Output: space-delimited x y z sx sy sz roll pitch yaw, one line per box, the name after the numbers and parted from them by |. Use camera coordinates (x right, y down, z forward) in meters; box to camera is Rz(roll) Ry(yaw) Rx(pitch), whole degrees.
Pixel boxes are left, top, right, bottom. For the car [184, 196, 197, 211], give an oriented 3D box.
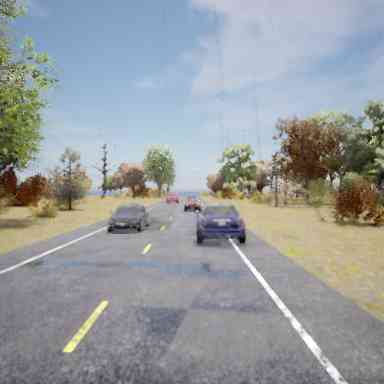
0.048 1.497 38.868 1.895 1.301 4.718 0 0 0 | car

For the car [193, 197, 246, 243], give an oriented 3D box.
1.227 1.298 15.792 2.097 1.767 4.553 0 0 0 | car

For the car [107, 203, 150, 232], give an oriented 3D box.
-3.595 1.440 19.483 1.837 1.490 4.892 0 0 0 | car

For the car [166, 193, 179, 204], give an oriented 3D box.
-3.522 1.113 60.489 2.150 2.045 5.566 0 0 1 | car
